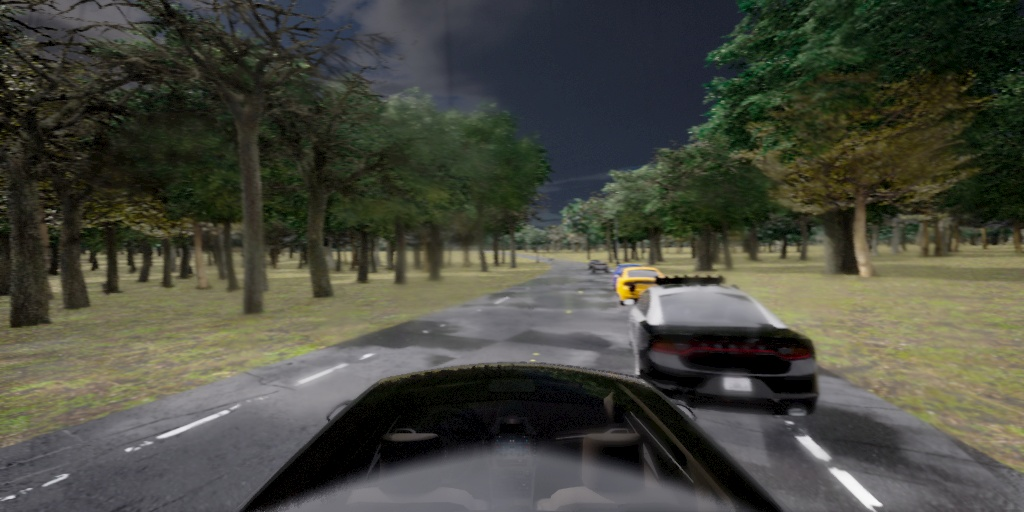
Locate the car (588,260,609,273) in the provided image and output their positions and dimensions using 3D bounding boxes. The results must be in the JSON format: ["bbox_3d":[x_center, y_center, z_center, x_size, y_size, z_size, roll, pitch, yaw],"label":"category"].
[{"bbox_3d":[10.969,1.328,44.812,2.128,1.511,4.902,-1,0,10],"label":"car"}]

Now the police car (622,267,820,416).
[{"bbox_3d":[3.066,1.151,6.261,1.930,1.638,5.238,-1,-1,16],"label":"police car"}]

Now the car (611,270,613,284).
[{"bbox_3d":[7.111,1.242,21.741,1.882,1.535,5.008,-1,0,14],"label":"car"}]

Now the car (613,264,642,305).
[{"bbox_3d":[5.655,1.229,15.878,1.882,1.535,5.008,-1,0,14],"label":"car"}]
